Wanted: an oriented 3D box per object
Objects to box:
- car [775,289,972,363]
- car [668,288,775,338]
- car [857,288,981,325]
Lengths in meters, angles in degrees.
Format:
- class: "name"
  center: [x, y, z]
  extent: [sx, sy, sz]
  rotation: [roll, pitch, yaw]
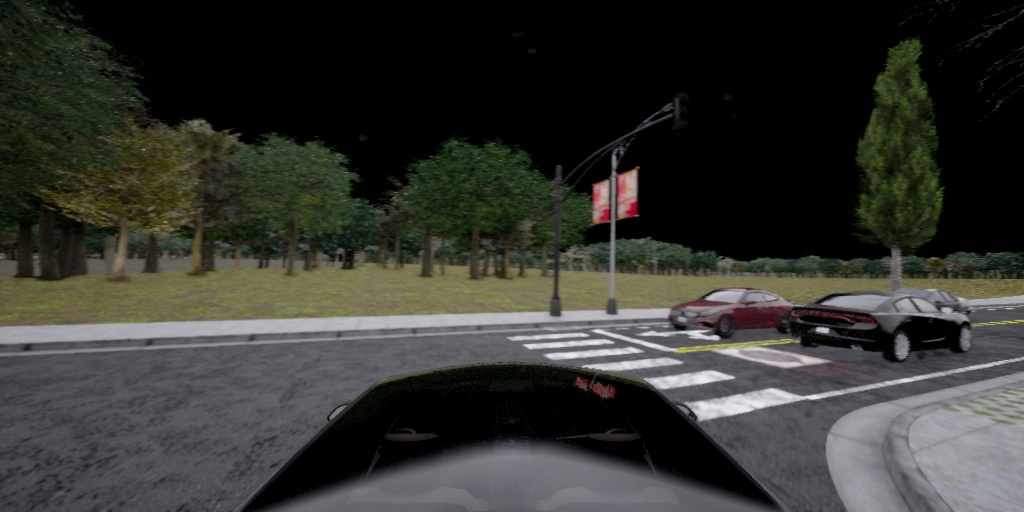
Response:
- class: "car"
  center: [9.457, 1.644, 9.199]
  extent: [5.008, 1.535, 1.882]
  rotation: [2, -3, -22]
- class: "car"
  center: [7.451, 1.791, 12.003]
  extent: [4.674, 1.442, 1.812]
  rotation: [2, -3, -22]
- class: "car"
  center: [18.740, 2.216, 16.497]
  extent: [5.357, 1.411, 2.033]
  rotation: [2, -3, -21]
